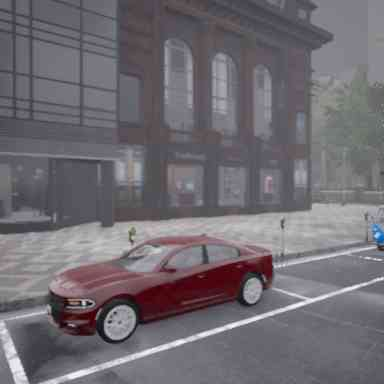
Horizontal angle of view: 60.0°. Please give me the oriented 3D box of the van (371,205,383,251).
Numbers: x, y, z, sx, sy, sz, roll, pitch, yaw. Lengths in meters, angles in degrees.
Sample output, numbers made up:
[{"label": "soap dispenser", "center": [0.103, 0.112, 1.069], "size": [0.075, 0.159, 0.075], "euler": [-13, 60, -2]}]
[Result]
[{"label": "van", "center": [8.485, 1.335, 12.706], "size": [3.998, 1.788, 1.690], "euler": [0, 0, -35]}]

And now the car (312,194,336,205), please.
[{"label": "car", "center": [17.993, 1.084, 47.276], "size": [1.837, 1.490, 4.892], "euler": [0, 3, -35]}]

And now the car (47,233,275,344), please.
[{"label": "car", "center": [-0.350, 1.543, 6.403], "size": [4.507, 1.381, 1.887], "euler": [0, 0, -35]}]
